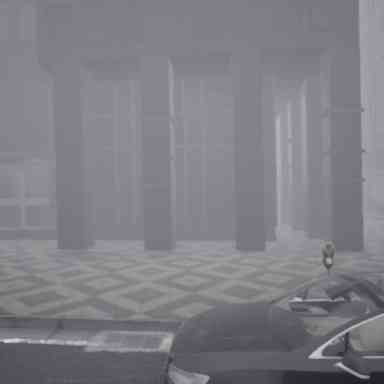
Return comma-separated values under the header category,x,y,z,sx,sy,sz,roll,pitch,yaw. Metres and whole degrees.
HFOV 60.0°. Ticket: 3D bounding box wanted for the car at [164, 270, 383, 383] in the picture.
category,x,y,z,sx,sy,sz,roll,pitch,yaw
car,1.920,1.513,3.252,4.403,1.369,2.008,-1,0,6
